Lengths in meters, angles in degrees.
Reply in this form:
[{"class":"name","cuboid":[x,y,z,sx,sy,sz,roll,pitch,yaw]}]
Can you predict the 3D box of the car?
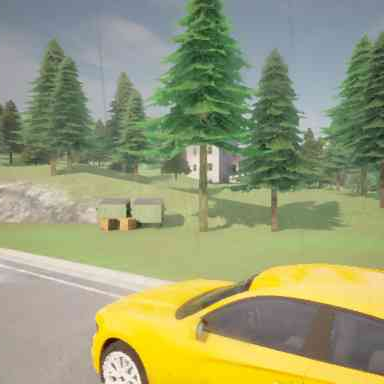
[{"class":"car","cuboid":[1.132,1.478,3.186,5.008,1.535,1.882,0,0,36]}]
